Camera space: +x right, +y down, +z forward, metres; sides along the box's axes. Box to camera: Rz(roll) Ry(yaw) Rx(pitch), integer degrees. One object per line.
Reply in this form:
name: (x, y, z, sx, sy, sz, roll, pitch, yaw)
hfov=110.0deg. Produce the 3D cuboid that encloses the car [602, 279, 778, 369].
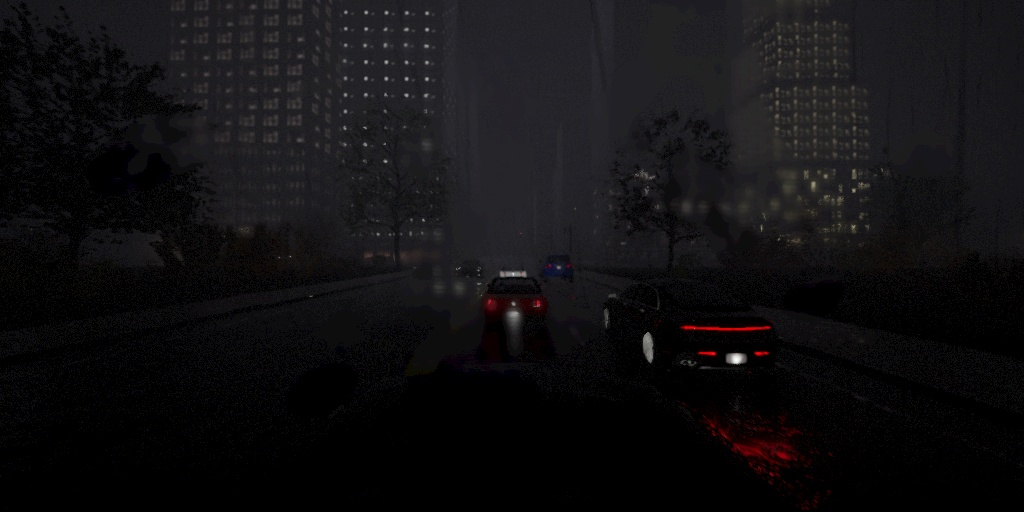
car: (3.323, 1.239, 7.723, 1.837, 1.490, 4.892, 0, 1, 0)

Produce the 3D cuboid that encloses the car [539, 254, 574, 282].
car: (3.333, 0.889, 27.604, 2.150, 2.045, 5.566, 0, 0, 0)

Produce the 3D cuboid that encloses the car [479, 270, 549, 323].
car: (0.087, 1.321, 12.004, 1.895, 1.301, 4.718, 0, 0, 0)

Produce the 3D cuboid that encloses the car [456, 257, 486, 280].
car: (-3.353, 1.012, 29.795, 2.097, 1.767, 4.553, 0, 0, 0)

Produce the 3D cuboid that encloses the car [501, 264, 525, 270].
car: (0.081, 1.270, 27.071, 1.895, 1.301, 4.718, 0, 0, 0)

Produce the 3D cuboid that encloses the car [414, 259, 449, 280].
car: (-6.603, 1.012, 29.797, 2.097, 1.767, 4.553, 0, 0, 0)
